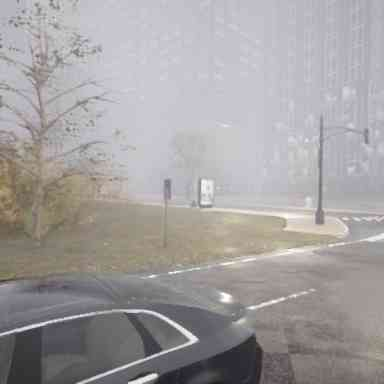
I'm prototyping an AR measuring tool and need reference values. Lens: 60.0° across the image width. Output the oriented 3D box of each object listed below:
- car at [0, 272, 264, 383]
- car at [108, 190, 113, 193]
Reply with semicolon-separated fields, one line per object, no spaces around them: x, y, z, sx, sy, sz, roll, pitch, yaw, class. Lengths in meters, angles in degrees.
-1.588;1.518;2.427;4.892;1.490;1.837;0;0;-36;car
-13.782;0.428;56.259;1.837;1.490;4.892;2;-1;-42;car
